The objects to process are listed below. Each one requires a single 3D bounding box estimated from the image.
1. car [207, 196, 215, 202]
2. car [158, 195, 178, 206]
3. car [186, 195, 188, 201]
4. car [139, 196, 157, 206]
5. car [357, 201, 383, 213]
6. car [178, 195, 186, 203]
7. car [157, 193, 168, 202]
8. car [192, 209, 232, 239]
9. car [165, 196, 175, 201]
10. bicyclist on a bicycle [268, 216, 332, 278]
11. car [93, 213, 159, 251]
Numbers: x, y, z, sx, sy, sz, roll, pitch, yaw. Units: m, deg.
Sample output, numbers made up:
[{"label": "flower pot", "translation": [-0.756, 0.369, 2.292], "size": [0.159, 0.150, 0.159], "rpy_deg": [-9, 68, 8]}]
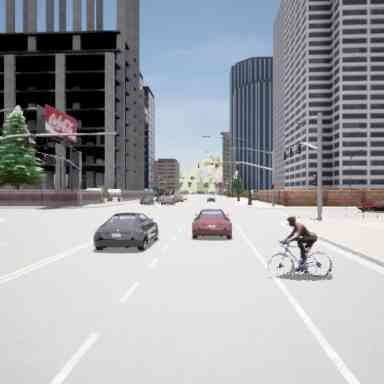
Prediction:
[{"label": "car", "translation": [4.507, 1.595, 78.122], "size": [1.895, 1.301, 4.718], "rpy_deg": [0, 0, 3]}, {"label": "car", "translation": [-3.955, 1.564, 54.863], "size": [1.994, 1.385, 4.181], "rpy_deg": [0, 0, 4]}, {"label": "car", "translation": [-2.125, 1.474, 84.587], "size": [1.882, 1.535, 5.008], "rpy_deg": [0, 0, 3]}, {"label": "car", "translation": [-7.454, 1.504, 54.985], "size": [1.837, 1.490, 4.892], "rpy_deg": [0, 0, 4]}, {"label": "car", "translation": [20.628, 1.600, 36.194], "size": [4.718, 1.301, 1.895], "rpy_deg": [0, 0, 3]}, {"label": "car", "translation": [-3.009, 1.355, 69.532], "size": [2.097, 1.767, 4.553], "rpy_deg": [0, 0, 3]}, {"label": "car", "translation": [-6.488, 1.524, 69.986], "size": [1.812, 1.442, 4.674], "rpy_deg": [0, 0, 3]}, {"label": "car", "translation": [1.045, 1.564, 17.419], "size": [1.994, 1.385, 4.181], "rpy_deg": [0, 0, 3]}, {"label": "car", "translation": [-5.613, 1.591, 84.903], "size": [1.895, 1.301, 4.718], "rpy_deg": [0, 0, 3]}, {"label": "bicyclist on a bicycle", "translation": [2.772, 1.447, 8.623], "size": [1.656, 1.620, 0.582], "rpy_deg": [-2, 0, 3]}, {"label": "car", "translation": [-2.656, 1.564, 14.220], "size": [1.994, 1.385, 4.181], "rpy_deg": [0, 0, 4]}]
